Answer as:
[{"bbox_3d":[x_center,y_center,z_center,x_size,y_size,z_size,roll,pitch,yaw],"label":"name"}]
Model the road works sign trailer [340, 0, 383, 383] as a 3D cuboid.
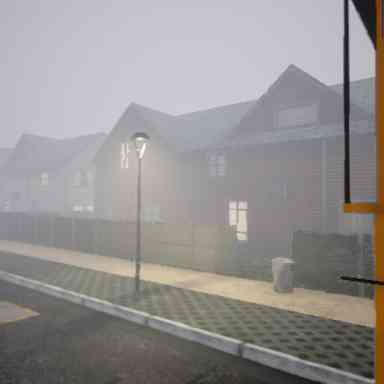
[{"bbox_3d":[1.321,0.590,2.336,2.880,3.560,2.380,-1,-3,38],"label":"road works sign trailer"}]
